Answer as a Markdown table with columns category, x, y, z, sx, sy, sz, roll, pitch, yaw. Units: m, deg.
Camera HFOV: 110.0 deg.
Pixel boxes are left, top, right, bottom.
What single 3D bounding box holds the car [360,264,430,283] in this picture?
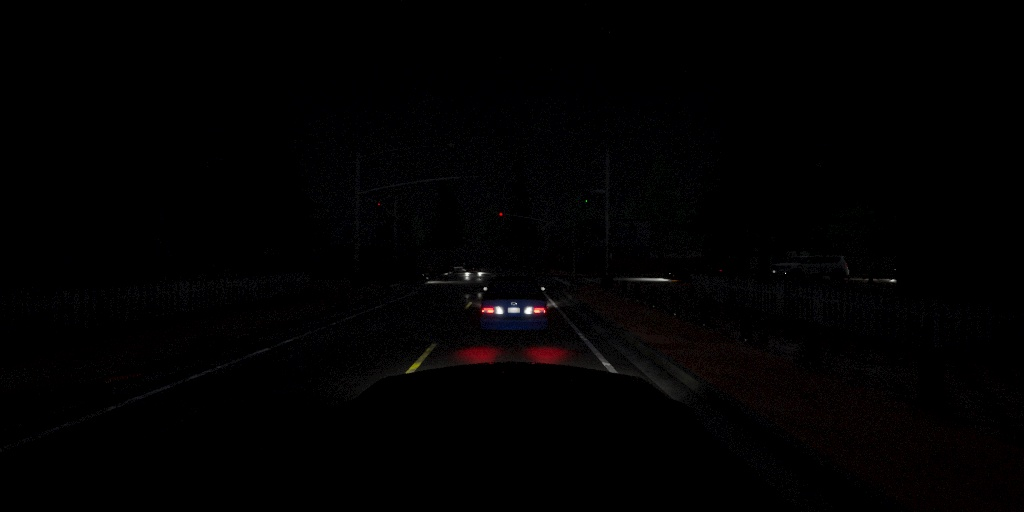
| category | x | y | z | sx | sy | sz | roll | pitch | yaw |
| --- | --- | --- | --- | --- | --- | --- | --- | --- | --- |
| car | -9.060 | 1.282 | 27.203 | 5.357 | 1.411 | 2.033 | 0 | 0 | 2 |

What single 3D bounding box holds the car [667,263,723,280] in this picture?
| category | x | y | z | sx | sy | sz | roll | pitch | yaw |
| --- | --- | --- | --- | --- | --- | --- | --- | --- | --- |
| car | 15.313 | 1.299 | 30.194 | 4.181 | 1.385 | 1.994 | 0 | 0 | 2 |

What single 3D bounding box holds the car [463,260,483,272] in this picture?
| category | x | y | z | sx | sy | sz | roll | pitch | yaw |
| --- | --- | --- | --- | --- | --- | --- | --- | --- | --- |
| car | -4.780 | 1.220 | 44.704 | 1.837 | 1.490 | 4.892 | 0 | 0 | -6 |

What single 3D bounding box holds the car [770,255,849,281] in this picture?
| category | x | y | z | sx | sy | sz | roll | pitch | yaw |
| --- | --- | --- | --- | --- | --- | --- | --- | --- | --- |
| car | 24.678 | 0.956 | 29.915 | 5.566 | 2.045 | 2.150 | 0 | 0 | 1 |

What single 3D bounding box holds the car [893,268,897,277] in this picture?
| category | x | y | z | sx | sy | sz | roll | pitch | yaw |
| --- | --- | --- | --- | --- | --- | --- | --- | --- | --- |
| car | 34.524 | 1.087 | 29.607 | 4.553 | 1.767 | 2.097 | 0 | 0 | 2 |

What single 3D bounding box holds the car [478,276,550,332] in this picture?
| category | x | y | z | sx | sy | sz | roll | pitch | yaw |
| --- | --- | --- | --- | --- | --- | --- | --- | --- | --- |
| car | 0.062 | 1.297 | 10.777 | 2.033 | 1.411 | 5.357 | 0 | 0 | 0 |

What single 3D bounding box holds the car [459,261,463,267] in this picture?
| category | x | y | z | sx | sy | sz | roll | pitch | yaw |
| --- | --- | --- | --- | --- | --- | --- | --- | --- | --- |
| car | -6.519 | 1.263 | 55.194 | 2.033 | 1.411 | 5.357 | 0 | 0 | -14 |

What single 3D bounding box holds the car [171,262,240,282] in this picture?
| category | x | y | z | sx | sy | sz | roll | pitch | yaw |
| --- | --- | --- | --- | --- | --- | --- | --- | --- | --- |
| car | -23.585 | 1.241 | 27.629 | 4.892 | 1.490 | 1.837 | -1 | 0 | 2 |
